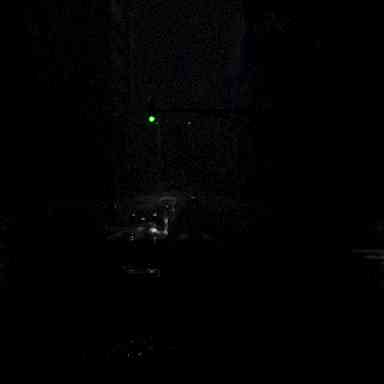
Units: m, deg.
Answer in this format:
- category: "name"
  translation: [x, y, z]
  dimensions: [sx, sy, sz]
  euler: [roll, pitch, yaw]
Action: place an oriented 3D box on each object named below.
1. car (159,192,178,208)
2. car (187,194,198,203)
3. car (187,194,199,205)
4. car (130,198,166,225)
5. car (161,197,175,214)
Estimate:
- category: "car"
  translation: [-3.053, 1.018, 43.846]
  dimensions: [2.150, 2.045, 5.566]
  euler: [0, 0, 0]
- category: "car"
  translation: [0.083, 1.195, 64.364]
  dimensions: [2.128, 1.511, 4.902]
  euler: [0, 0, 0]
- category: "car"
  translation: [0.160, 1.298, 54.042]
  dimensions: [2.033, 1.411, 5.357]
  euler: [0, 0, 0]
- category: "car"
  translation: [-3.079, 1.417, 23.297]
  dimensions: [1.812, 1.442, 4.674]
  euler: [0, 0, 0]
- category: "car"
  translation: [-3.076, 1.446, 33.257]
  dimensions: [1.895, 1.301, 4.718]
  euler: [0, 0, 0]
